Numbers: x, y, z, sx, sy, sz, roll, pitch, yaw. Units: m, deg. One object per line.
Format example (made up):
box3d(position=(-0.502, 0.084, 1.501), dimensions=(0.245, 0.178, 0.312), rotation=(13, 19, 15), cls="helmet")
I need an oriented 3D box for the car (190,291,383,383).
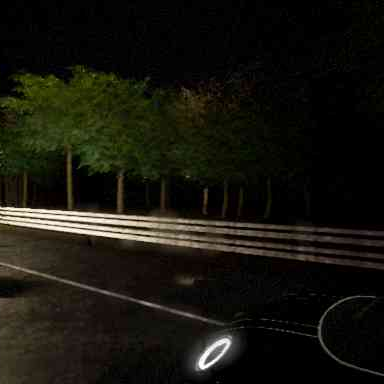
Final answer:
box3d(position=(2.168, 1.355, 2.341), dimensions=(4.553, 1.767, 2.097), rotation=(0, 0, 36), cls="car")
